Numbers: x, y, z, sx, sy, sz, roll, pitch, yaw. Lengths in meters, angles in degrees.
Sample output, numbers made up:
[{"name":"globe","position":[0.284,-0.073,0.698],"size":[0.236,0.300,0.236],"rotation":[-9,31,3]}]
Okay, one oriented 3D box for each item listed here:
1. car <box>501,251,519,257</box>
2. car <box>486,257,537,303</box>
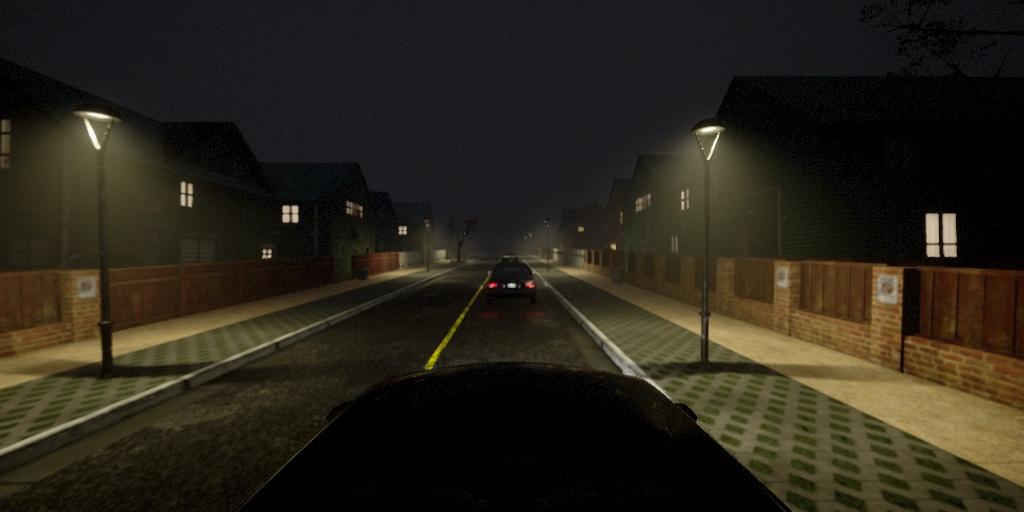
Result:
[{"name":"car","position":[-0.224,0.204,38.730],"size":[2.128,1.511,4.902],"rotation":[0,2,0]},{"name":"car","position":[-0.020,0.937,14.244],"size":[2.033,1.411,5.357],"rotation":[0,2,0]}]
